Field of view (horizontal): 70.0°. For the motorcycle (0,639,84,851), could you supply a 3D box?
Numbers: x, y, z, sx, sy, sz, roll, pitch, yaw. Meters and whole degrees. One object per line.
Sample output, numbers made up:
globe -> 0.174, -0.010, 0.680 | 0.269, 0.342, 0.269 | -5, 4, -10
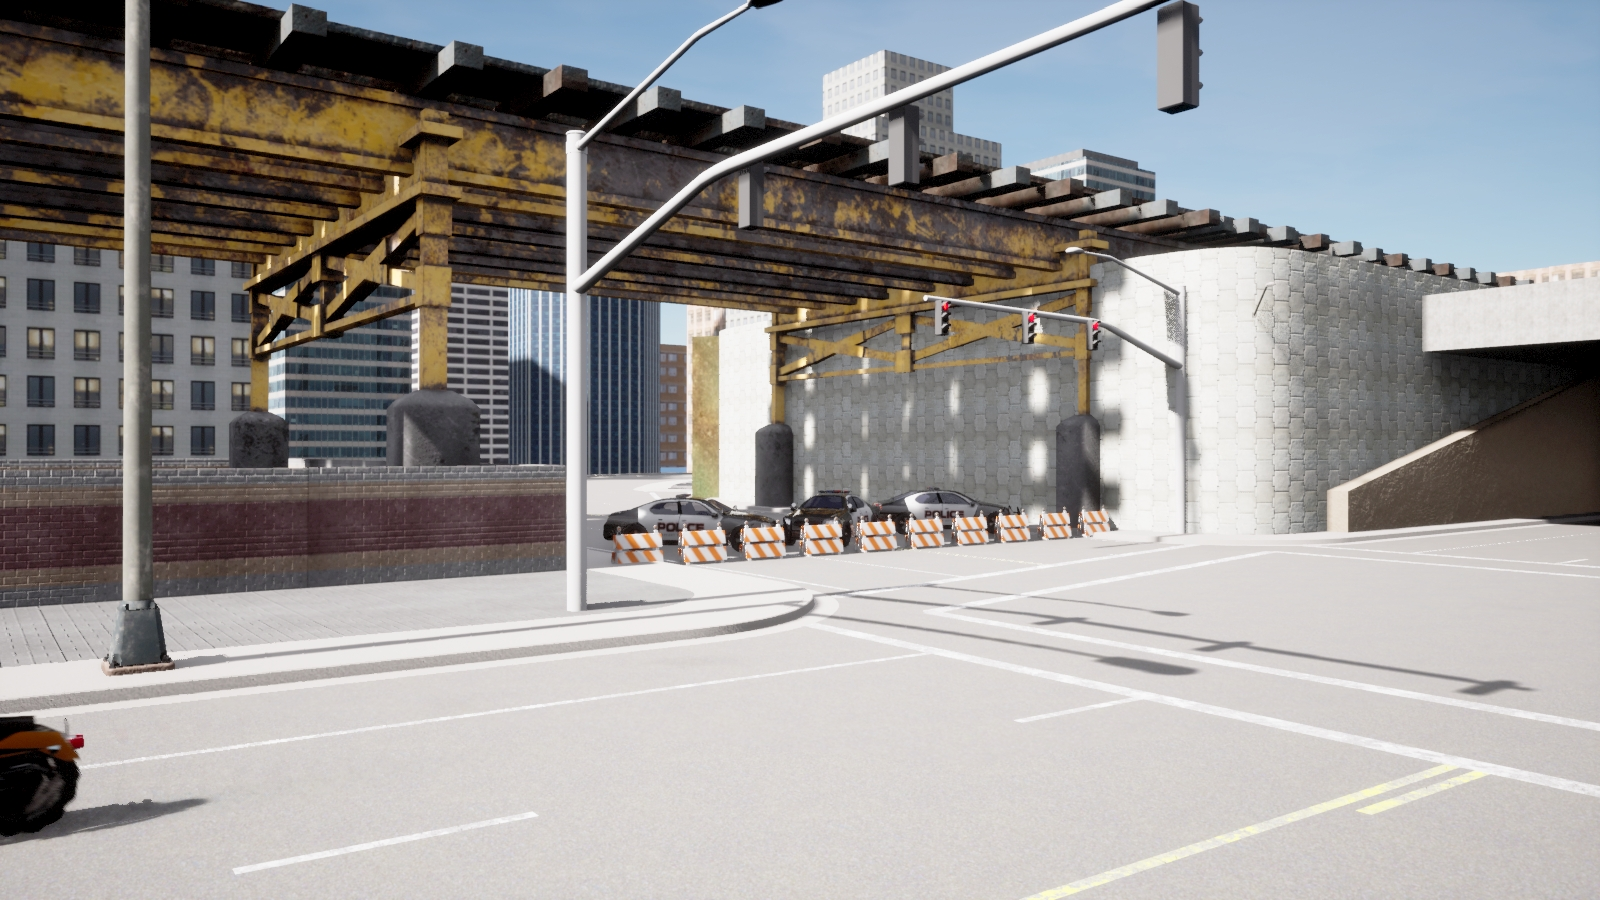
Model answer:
motorcycle -> -6.366, 2.142, 7.905 | 2.356, 1.332, 0.764 | 0, 0, -35
